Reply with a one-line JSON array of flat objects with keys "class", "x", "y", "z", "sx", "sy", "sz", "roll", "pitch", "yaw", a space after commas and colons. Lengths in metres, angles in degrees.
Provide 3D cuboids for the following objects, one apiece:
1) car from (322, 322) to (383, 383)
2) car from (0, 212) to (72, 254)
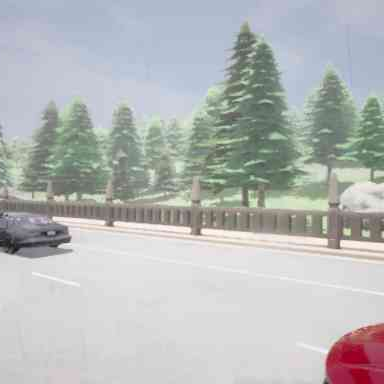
[{"class": "car", "x": 3.288, "y": 1.482, "z": 1.646, "sx": 5.008, "sy": 1.535, "sz": 1.882, "roll": 0, "pitch": 0, "yaw": 36}, {"class": "car", "x": -7.075, "y": 1.513, "z": 13.342, "sx": 5.357, "sy": 1.411, "sz": 2.033, "roll": 0, "pitch": 0, "yaw": 36}]
